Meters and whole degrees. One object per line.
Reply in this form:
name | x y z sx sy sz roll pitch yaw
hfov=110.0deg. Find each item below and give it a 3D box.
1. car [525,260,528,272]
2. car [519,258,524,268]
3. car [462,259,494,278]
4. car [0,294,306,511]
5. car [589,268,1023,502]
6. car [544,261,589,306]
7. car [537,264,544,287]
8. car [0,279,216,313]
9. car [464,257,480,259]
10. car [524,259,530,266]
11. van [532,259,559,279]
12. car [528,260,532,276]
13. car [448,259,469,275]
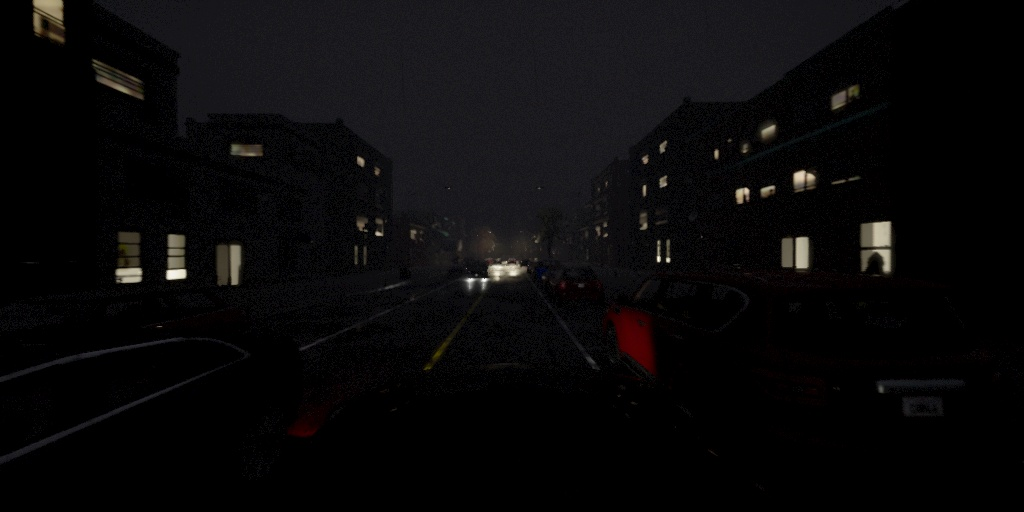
car | 2.689 1.331 38.020 1.802 1.307 4.207 0 0 0
car | 2.347 1.251 61.493 1.837 1.490 4.892 0 0 0
car | -3.101 1.296 34.052 2.033 1.411 5.357 0 0 0
car | -3.090 1.240 1.767 2.128 1.511 4.902 0 0 0
car | 2.693 1.065 4.730 2.192 1.841 5.009 0 0 0
car | 2.692 1.190 15.827 1.967 1.591 4.097 0 0 0
car | 2.691 1.332 21.375 1.802 1.307 4.207 0 0 0
car | -5.688 1.190 4.727 1.967 1.591 4.097 0 0 0
car | -5.693 1.063 49.114 2.192 1.841 5.009 0 0 0
car | 2.688 1.331 43.569 1.802 1.307 4.207 0 0 0
van | 2.690 1.090 26.924 1.690 1.789 3.998 0 0 0
car | 2.690 1.294 32.472 1.888 1.381 4.507 0 0 0
car | -5.692 1.299 38.017 2.007 1.370 4.403 0 0 0
